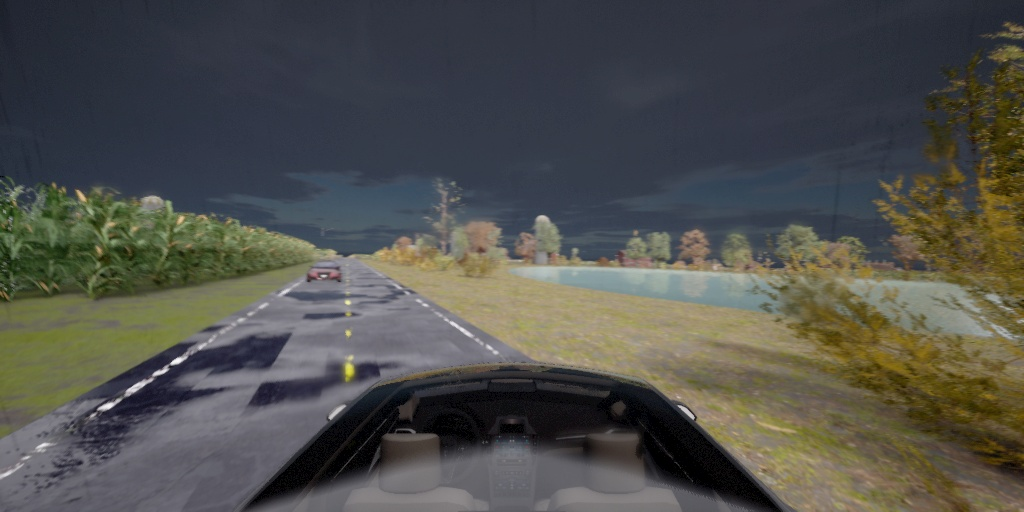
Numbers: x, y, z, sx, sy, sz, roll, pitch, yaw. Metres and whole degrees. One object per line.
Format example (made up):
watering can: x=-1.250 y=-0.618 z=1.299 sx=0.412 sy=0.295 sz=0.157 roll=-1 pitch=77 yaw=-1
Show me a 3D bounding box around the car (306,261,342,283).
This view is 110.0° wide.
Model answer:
car: x=-12.519 y=1.026 z=24.125 sx=1.994 sy=1.385 sz=4.181 roll=2 pitch=0 yaw=-25
